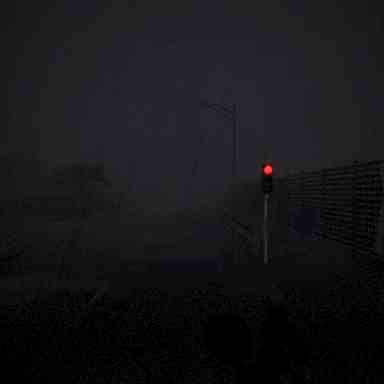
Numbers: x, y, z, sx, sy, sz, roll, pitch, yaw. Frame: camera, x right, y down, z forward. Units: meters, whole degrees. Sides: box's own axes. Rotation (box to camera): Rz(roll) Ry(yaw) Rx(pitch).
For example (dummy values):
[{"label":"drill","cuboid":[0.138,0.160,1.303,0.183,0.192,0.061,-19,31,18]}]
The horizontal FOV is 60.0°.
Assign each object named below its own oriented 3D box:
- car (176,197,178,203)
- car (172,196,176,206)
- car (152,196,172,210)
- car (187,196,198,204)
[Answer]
[{"label":"car","cuboid":[-3.930,1.478,66.661,1.882,1.535,5.008,0,0,1]},{"label":"car","cuboid":[-4.012,1.478,53.496,1.882,1.535,5.008,0,0,0]},{"label":"car","cuboid":[-4.034,1.564,43.424,1.994,1.385,4.181,0,0,0]},{"label":"car","cuboid":[0.094,1.505,63.222,1.837,1.490,4.892,0,0,0]}]
